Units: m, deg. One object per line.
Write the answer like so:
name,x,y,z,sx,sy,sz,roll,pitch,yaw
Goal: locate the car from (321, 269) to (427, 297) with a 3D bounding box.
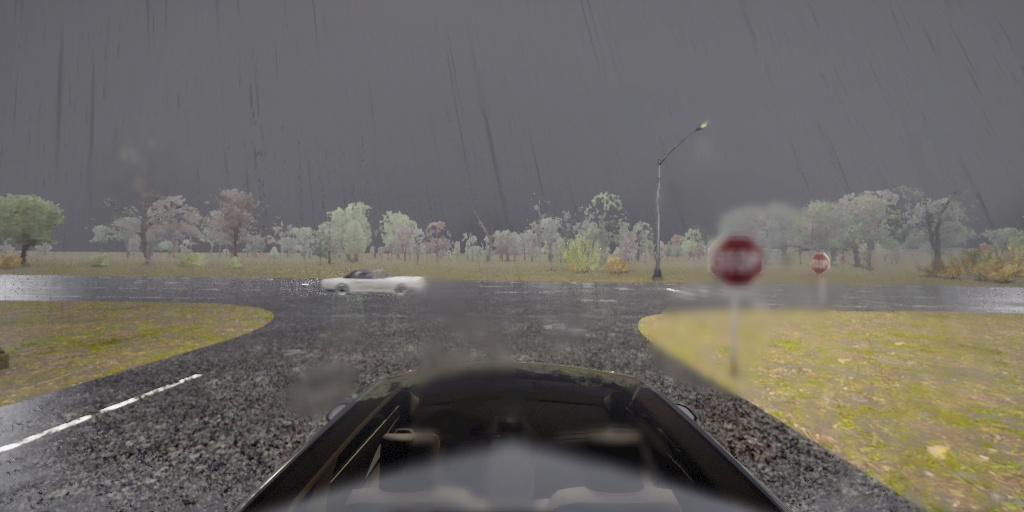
car,-6.796,1.331,18.065,4.718,1.301,1.895,0,0,0
